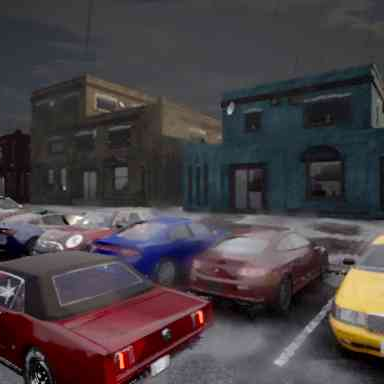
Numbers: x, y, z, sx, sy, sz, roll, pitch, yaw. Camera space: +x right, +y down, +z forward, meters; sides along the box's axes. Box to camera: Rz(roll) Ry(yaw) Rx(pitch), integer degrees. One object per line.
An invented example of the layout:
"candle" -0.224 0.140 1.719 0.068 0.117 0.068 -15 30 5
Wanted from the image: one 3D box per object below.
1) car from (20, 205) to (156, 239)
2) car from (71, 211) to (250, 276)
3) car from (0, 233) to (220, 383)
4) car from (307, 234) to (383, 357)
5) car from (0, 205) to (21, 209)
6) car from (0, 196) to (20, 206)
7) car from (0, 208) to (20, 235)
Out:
"car" -2.726 1.319 10.929 2.185 1.767 4.553 0 0 35
"car" -0.501 1.452 9.300 2.097 1.535 5.008 0 0 35
"car" -2.142 1.578 4.901 4.718 1.301 1.895 0 0 35
"car" 3.885 1.474 5.956 1.946 1.575 5.366 0 0 35
"car" -7.238 1.470 14.100 2.002 1.452 4.674 0 0 35
"car" -9.466 1.173 15.725 2.435 2.045 5.566 0 0 35
"car" -4.974 1.467 12.527 2.163 1.488 4.792 0 0 35
